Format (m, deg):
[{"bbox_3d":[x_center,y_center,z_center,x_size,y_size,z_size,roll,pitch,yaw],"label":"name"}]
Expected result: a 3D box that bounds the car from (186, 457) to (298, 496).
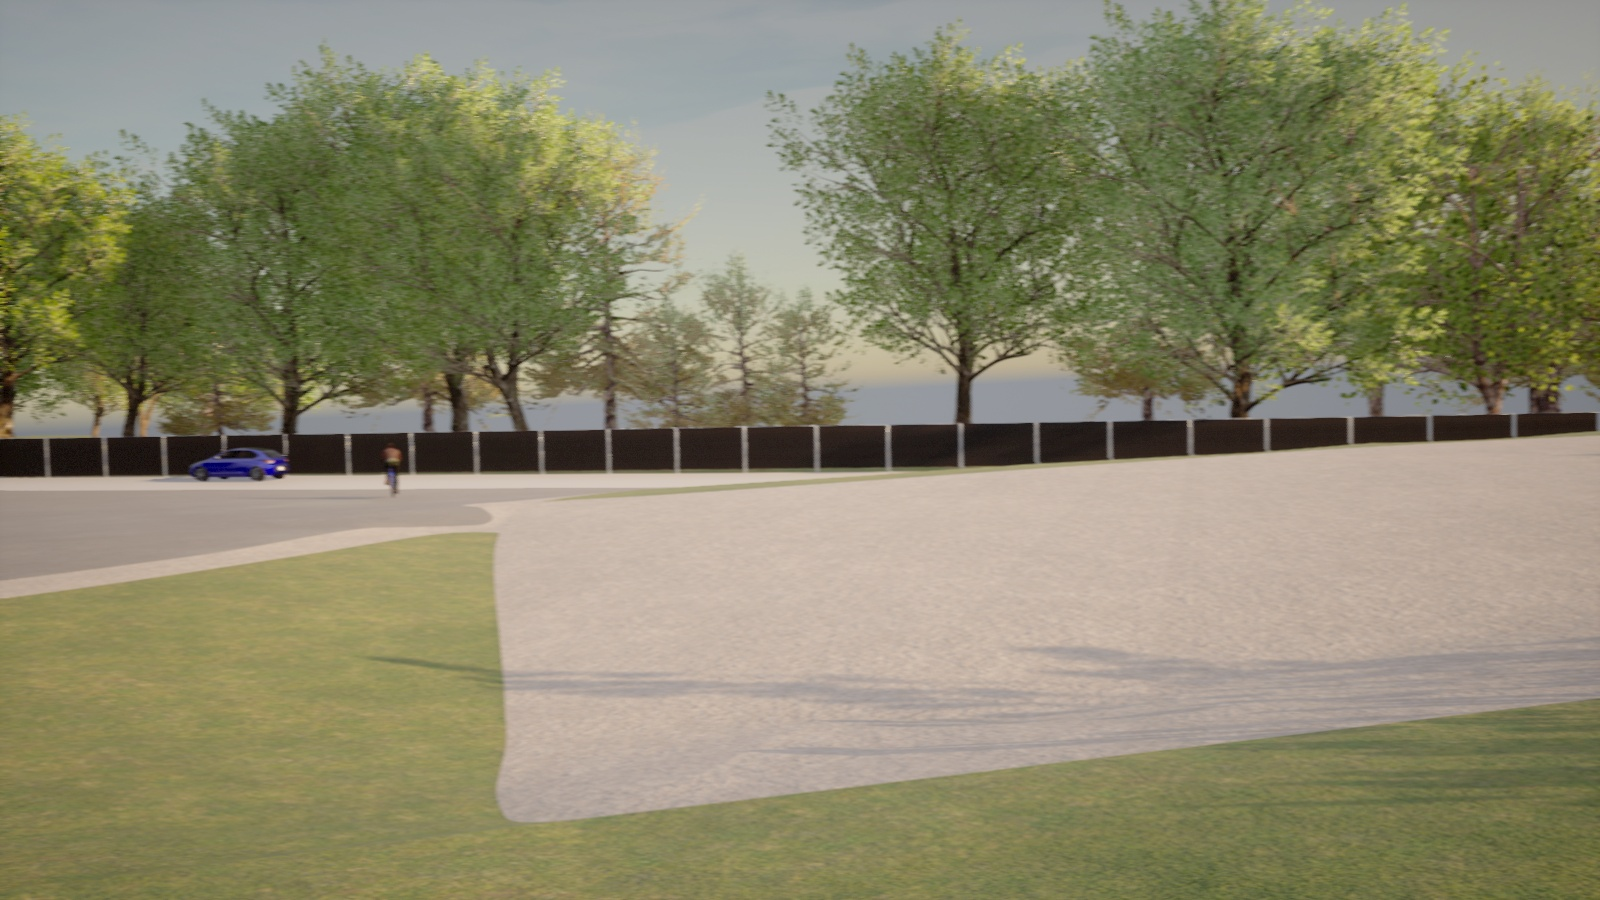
[{"bbox_3d":[-24.859,1.162,55.979,4.193,1.474,1.816,-2,3,11],"label":"car"}]
